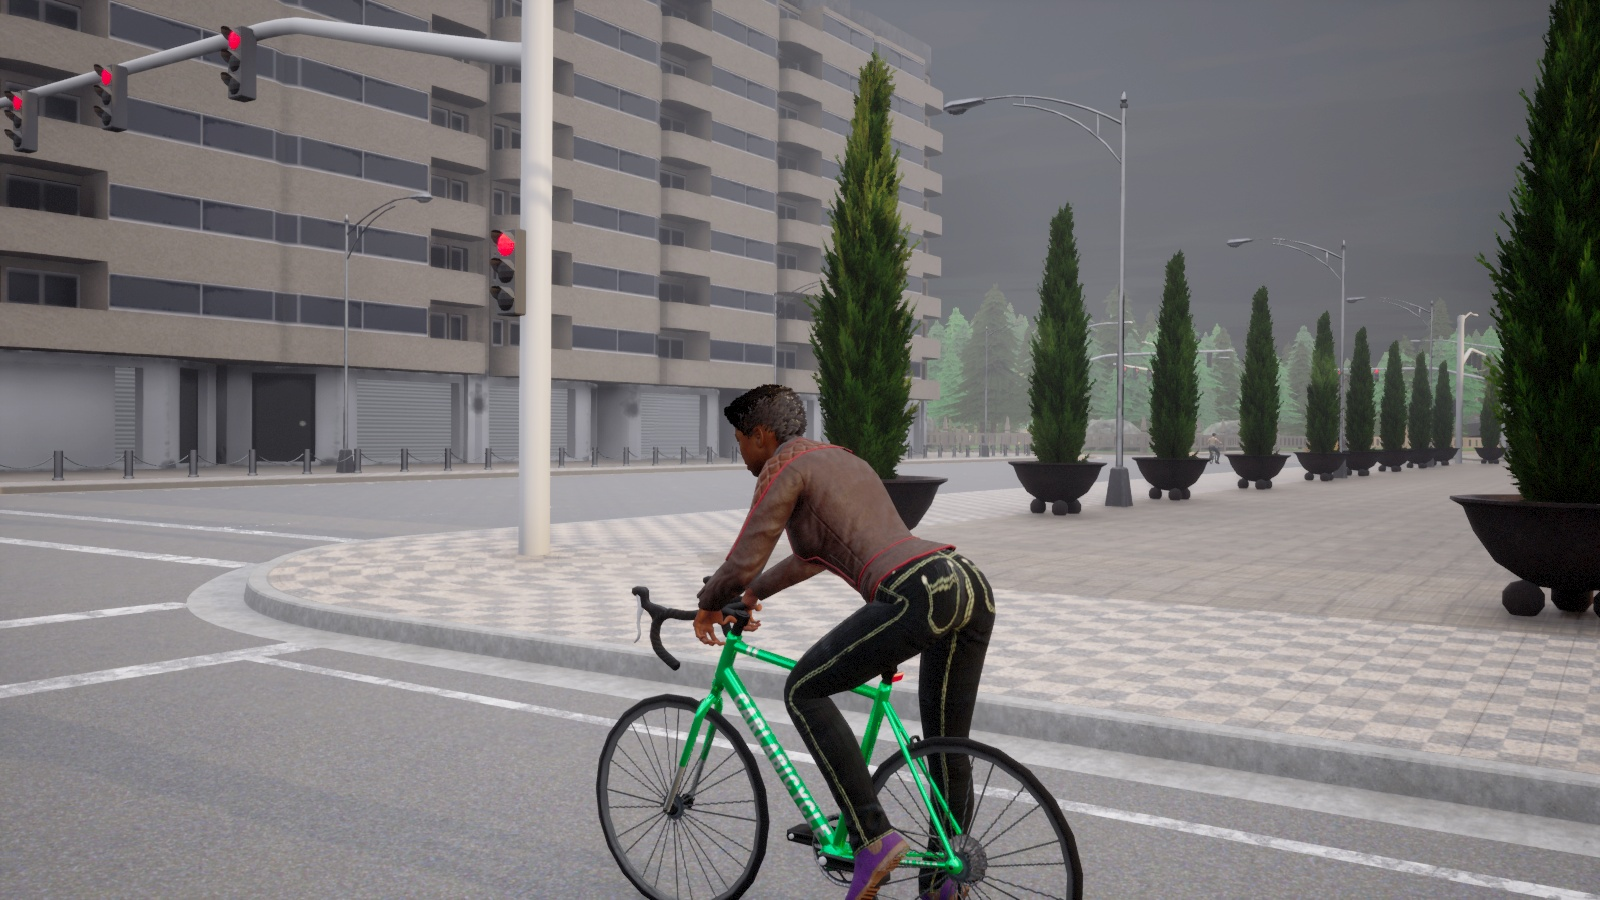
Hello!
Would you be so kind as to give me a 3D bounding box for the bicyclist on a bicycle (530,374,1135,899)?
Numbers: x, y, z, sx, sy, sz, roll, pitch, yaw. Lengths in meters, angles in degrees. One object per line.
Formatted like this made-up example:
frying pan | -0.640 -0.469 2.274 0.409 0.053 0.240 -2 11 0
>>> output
bicyclist on a bicycle | 0.045 0.635 3.593 1.656 1.620 0.582 0 1 34
